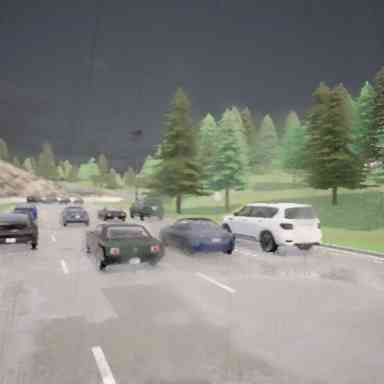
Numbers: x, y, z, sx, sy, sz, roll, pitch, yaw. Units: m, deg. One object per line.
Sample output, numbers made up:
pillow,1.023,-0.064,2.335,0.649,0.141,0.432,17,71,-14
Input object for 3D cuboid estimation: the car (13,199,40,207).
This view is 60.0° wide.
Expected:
car,-15.075,1.712,30.092,1.882,1.535,5.008,1,-1,-25

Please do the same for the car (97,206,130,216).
car,-7.391,1.958,30.188,1.895,1.301,4.718,1,-1,-25

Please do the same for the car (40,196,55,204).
car,-34.997,2.234,80.494,2.033,1.411,5.357,1,-1,-23

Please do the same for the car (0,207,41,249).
car,-7.911,1.617,14.855,1.837,1.490,4.892,1,-1,-25

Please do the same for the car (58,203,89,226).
car,-9.076,1.807,25.538,2.033,1.411,5.357,1,-1,-25

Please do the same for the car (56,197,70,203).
car,-31.712,2.291,81.718,1.812,1.442,4.674,1,-1,-23

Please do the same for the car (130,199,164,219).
car,-4.468,1.657,32.216,2.150,2.045,5.566,1,-1,-25

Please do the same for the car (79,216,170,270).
car,-2.614,1.750,11.780,1.895,1.301,4.718,1,-1,-25

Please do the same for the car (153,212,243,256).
car,0.066,1.795,14.314,1.994,1.385,4.181,1,-1,-25

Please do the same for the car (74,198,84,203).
car,-28.557,2.365,83.232,1.812,1.442,4.674,1,-1,-23

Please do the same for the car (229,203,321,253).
car,3.385,1.525,15.495,2.150,2.045,5.566,1,-1,-25

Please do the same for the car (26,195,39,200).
car,-38.195,1.848,79.093,2.150,2.045,5.566,1,-1,-23
